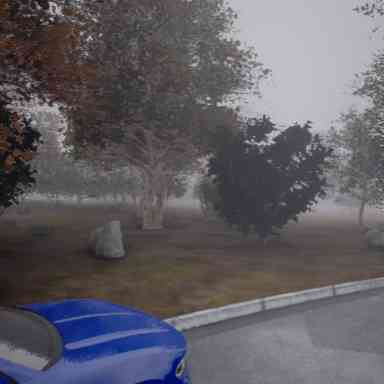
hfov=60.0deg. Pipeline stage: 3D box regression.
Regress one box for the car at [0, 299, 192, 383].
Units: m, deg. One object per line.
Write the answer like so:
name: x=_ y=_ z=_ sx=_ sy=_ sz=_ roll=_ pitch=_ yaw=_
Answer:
car: x=-2.262 y=1.475 z=2.256 sx=5.008 sy=1.535 sz=2.097 roll=1 pitch=0 yaw=-38
